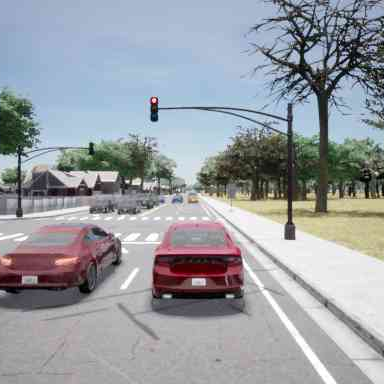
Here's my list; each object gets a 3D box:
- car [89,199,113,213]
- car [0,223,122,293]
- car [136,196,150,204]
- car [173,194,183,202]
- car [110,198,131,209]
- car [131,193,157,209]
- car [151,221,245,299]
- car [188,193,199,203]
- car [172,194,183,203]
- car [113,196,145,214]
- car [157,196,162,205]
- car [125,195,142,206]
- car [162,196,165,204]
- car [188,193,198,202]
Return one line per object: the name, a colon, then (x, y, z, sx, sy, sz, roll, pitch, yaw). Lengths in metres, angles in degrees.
car: (-9.759, 1.499, 36.369, 1.837, 1.490, 4.892, 0, 0, 0)
car: (-3.129, 1.525, 8.706, 1.812, 1.442, 4.674, 0, 0, 0)
car: (-9.620, 1.522, 66.007, 2.033, 1.411, 5.357, 0, 0, 0)
car: (-3.067, 1.321, 76.296, 2.097, 1.767, 4.553, 0, 0, 0)
car: (-9.736, 1.516, 45.502, 1.812, 1.442, 4.674, 0, 0, 1)
car: (-6.487, 1.212, 44.709, 2.150, 2.045, 5.566, 0, 0, 1)
car: (0.118, 1.477, 8.495, 1.882, 1.535, 5.008, 0, 0, 0)
car: (0.256, 1.452, 65.923, 1.882, 1.535, 5.008, 0, 0, 0)
car: (-2.989, 1.500, 66.330, 1.812, 1.442, 4.674, 0, 0, 0)
car: (-6.513, 1.499, 34.858, 1.837, 1.490, 4.892, 0, 0, 0)
car: (-6.459, 1.489, 54.738, 1.837, 1.490, 4.892, 0, 0, 0)
car: (-9.707, 1.335, 55.388, 2.097, 1.767, 4.553, 0, 0, 0)
car: (-6.383, 1.453, 65.168, 1.882, 1.535, 5.008, 0, 0, 1)
car: (0.183, 1.191, 76.324, 2.150, 2.045, 5.566, 0, 0, 0)
